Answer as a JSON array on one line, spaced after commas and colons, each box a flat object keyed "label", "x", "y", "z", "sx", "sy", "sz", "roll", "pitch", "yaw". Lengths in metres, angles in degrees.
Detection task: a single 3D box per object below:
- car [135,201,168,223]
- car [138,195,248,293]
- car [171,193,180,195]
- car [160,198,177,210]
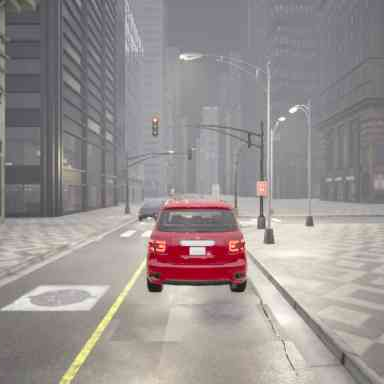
[{"label": "car", "x": -3.112, "y": 1.545, "z": 26.870, "sx": 2.033, "sy": 1.411, "sz": 5.357, "roll": 0, "pitch": 0, "yaw": 0}, {"label": "car", "x": 0.099, "y": 1.221, "z": 9.031, "sx": 2.150, "sy": 2.045, "sz": 5.566, "roll": 0, "pitch": 0, "yaw": 0}, {"label": "car", "x": -3.083, "y": 1.232, "z": 61.833, "sx": 2.150, "sy": 2.045, "sz": 5.566, "roll": 0, "pitch": 0, "yaw": 0}, {"label": "car", "x": -3.106, "y": 1.568, "z": 44.824, "sx": 1.994, "sy": 1.385, "sz": 4.181, "roll": 0, "pitch": 0, "yaw": 0}]
